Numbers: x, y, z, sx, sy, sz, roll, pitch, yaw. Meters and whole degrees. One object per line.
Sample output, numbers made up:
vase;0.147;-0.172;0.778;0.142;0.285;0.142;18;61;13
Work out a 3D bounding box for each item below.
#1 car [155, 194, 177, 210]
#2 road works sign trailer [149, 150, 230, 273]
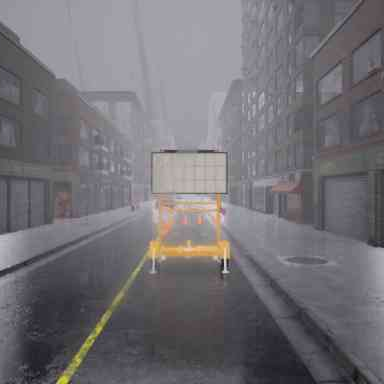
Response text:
car;-3.433;1.214;42.975;2.150;2.045;5.566;0;0;0
road works sign trailer;-0.081;0.464;10.627;2.380;3.560;2.880;0;0;0
